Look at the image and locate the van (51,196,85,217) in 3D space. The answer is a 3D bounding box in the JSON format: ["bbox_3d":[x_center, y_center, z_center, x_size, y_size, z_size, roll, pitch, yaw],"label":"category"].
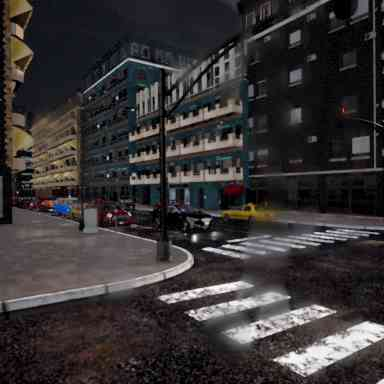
[{"bbox_3d":[-12.290,1.481,32.917,1.690,1.788,3.998,-1,1,-35],"label":"van"}]

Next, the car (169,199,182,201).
[{"bbox_3d":[-2.252,1.437,33.272,1.967,1.590,4.097,-1,1,-35],"label":"car"}]

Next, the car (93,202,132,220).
[{"bbox_3d":[-7.324,1.649,30.418,1.994,1.385,4.181,-1,1,-35],"label":"car"}]

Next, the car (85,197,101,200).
[{"bbox_3d":[-15.096,1.498,51.302,1.967,1.590,4.097,-1,1,-35],"label":"car"}]

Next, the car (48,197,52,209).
[{"bbox_3d":[-19.873,1.496,48.179,2.097,1.767,4.553,-1,1,-35],"label":"car"}]

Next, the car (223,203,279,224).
[{"bbox_3d":[4.072,1.494,24.396,1.752,1.417,4.829,-1,1,-35],"label":"car"}]

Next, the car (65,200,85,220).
[{"bbox_3d":[-8.977,1.650,28.273,1.752,1.417,4.829,-1,1,-35],"label":"car"}]

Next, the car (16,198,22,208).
[{"bbox_3d":[-25.130,1.768,50.949,1.947,1.339,4.313,-1,1,-35],"label":"car"}]

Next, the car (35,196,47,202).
[{"bbox_3d":[-37.571,1.724,82.856,1.887,1.381,4.507,-1,1,-35],"label":"car"}]

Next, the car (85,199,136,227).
[{"bbox_3d":[-5.867,1.551,23.904,1.967,1.590,4.097,-1,1,-35],"label":"car"}]

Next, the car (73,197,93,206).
[{"bbox_3d":[-18.306,1.640,55.810,1.947,1.339,4.313,-1,1,-35],"label":"car"}]

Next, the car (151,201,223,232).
[{"bbox_3d":[-0.693,1.550,21.022,2.128,1.511,4.902,-1,1,-39],"label":"car"}]

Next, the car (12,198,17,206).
[{"bbox_3d":[-31.552,1.780,59.965,1.887,1.381,4.507,-1,1,-35],"label":"car"}]

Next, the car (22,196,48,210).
[{"bbox_3d":[-21.921,1.626,46.441,1.967,1.590,4.097,-1,1,-35],"label":"car"}]

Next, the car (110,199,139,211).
[{"bbox_3d":[-8.673,1.578,42.288,2.008,1.369,4.403,-1,1,-35],"label":"car"}]

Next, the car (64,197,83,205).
[{"bbox_3d":[-21.517,1.641,60.318,2.008,1.369,4.403,-1,1,-35],"label":"car"}]
